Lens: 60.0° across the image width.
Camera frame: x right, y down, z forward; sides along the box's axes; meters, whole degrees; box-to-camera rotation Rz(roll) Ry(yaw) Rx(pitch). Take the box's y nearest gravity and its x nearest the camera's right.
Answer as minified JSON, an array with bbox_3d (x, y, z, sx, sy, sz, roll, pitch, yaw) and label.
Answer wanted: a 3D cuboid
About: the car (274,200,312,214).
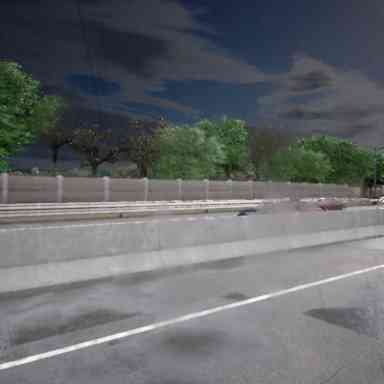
[{"bbox_3d":[11.181,1.583,36.736,4.181,1.385,1.994,0,0,-38],"label":"car"}]

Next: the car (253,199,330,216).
[{"bbox_3d":[6.466,1.359,21.448,4.553,1.767,2.097,0,0,-35],"label":"car"}]

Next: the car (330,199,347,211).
[{"bbox_3d":[14.661,1.501,35.770,5.008,1.535,1.882,0,0,-35],"label":"car"}]

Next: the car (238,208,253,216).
[{"bbox_3d":[5.915,1.555,25.346,5.357,1.411,2.033,0,0,-35],"label":"car"}]
